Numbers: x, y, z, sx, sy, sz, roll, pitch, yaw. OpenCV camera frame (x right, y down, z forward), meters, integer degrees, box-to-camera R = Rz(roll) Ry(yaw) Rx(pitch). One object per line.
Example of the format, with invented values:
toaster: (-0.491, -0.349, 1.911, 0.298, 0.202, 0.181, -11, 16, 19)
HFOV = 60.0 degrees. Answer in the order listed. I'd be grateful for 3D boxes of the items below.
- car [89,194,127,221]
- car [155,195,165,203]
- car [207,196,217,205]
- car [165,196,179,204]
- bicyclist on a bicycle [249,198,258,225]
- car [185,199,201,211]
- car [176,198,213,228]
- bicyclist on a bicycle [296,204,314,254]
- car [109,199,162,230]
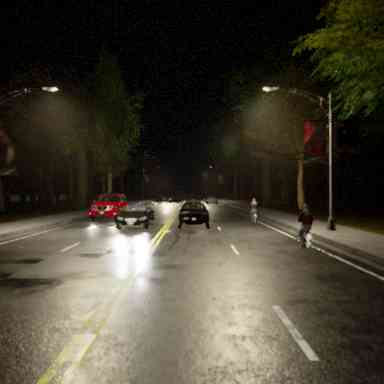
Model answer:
car: (-6.584, 1.149, 27.000, 2.150, 2.045, 5.566, 0, 0, 0)
car: (-6.504, 1.415, 68.834, 1.837, 1.490, 4.892, 0, 0, 0)
car: (3.371, 1.435, 58.092, 1.812, 1.442, 4.674, 0, 0, 0)
car: (-3.258, 1.460, 61.376, 2.033, 1.411, 5.357, 0, 0, 1)
bicyclist on a bicycle: (4.154, 1.305, 22.433, 0.659, 1.776, 1.843, 0, 0, 0)
car: (0.119, 1.513, 39.923, 1.895, 1.301, 4.718, 0, 0, 0)
car: (0.111, 1.414, 21.800, 1.882, 1.535, 5.008, 0, 0, 0)
bicyclist on a bicycle: (4.148, 1.329, 12.317, 0.659, 1.776, 1.843, 0, 0, 0)
car: (-3.338, 1.431, 20.536, 2.128, 1.511, 4.902, 0, 0, 0)
